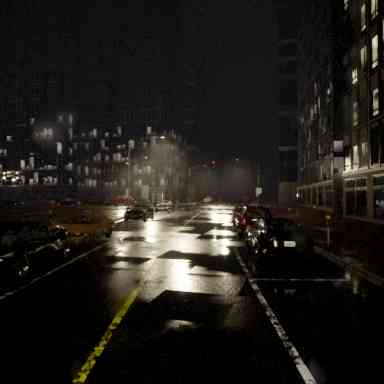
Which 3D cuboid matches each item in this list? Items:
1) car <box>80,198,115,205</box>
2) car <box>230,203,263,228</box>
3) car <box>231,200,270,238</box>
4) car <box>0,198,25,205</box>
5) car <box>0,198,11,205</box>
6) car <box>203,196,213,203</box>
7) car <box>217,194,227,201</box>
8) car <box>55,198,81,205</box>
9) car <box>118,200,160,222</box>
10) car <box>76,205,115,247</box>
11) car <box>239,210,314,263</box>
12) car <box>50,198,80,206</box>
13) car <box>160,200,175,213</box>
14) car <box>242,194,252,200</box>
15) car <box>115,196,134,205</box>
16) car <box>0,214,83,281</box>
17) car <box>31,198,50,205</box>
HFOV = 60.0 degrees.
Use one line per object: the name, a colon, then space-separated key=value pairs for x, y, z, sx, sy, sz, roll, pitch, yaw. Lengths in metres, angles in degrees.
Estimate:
car: x=-15.232 y=1.675 z=53.857 sx=4.313 sy=1.339 sz=1.947 roll=0 pitch=-1 yaw=15
car: x=3.666 y=1.557 z=23.212 sx=1.887 sy=1.381 sz=4.507 roll=1 pitch=0 yaw=5
car: x=3.276 y=1.449 z=17.583 sx=1.967 sy=1.590 sz=4.097 roll=1 pitch=0 yaw=4
car: x=-31.408 y=1.766 z=58.301 sx=4.403 sy=1.369 sz=2.008 roll=0 pitch=-1 yaw=15
car: x=-40.124 y=1.989 z=68.866 sx=4.403 sy=1.369 sz=2.008 roll=0 pitch=-1 yaw=15
car: x=3.602 y=1.675 z=73.806 sx=1.752 sy=1.417 sz=4.829 roll=1 pitch=0 yaw=14
car: x=8.166 y=1.530 z=89.895 sx=2.192 sy=1.841 sz=5.009 roll=1 pitch=0 yaw=16
car: x=-23.940 y=1.882 z=64.420 sx=4.403 sy=1.369 sz=2.008 roll=0 pitch=-1 yaw=15
car: x=-4.114 y=1.578 z=26.396 sx=2.008 sy=1.369 sz=4.403 roll=1 pitch=0 yaw=5
car: x=-4.884 y=1.540 z=15.297 sx=1.752 sy=1.417 sz=4.829 roll=1 pitch=0 yaw=3
car: x=2.981 y=1.571 z=11.903 sx=1.947 sy=1.339 sz=4.313 roll=1 pitch=0 yaw=2
car: x=-20.624 y=1.695 z=55.338 sx=4.403 sy=1.369 sz=2.008 roll=0 pitch=-1 yaw=15
car: x=-2.983 y=1.595 z=37.153 sx=2.008 sy=1.369 sz=4.403 roll=1 pitch=0 yaw=7
car: x=12.603 y=1.440 z=76.045 sx=2.192 sy=1.841 sz=5.009 roll=1 pitch=0 yaw=15
car: x=-13.151 y=1.575 z=61.461 sx=5.009 sy=1.841 sz=2.192 roll=0 pitch=-1 yaw=15
car: x=-5.116 y=1.574 z=9.973 sx=1.947 sy=1.339 sz=4.313 roll=1 pitch=0 yaw=2
car: x=-29.499 y=1.893 z=65.947 sx=4.829 sy=1.417 sz=1.752 roll=0 pitch=-1 yaw=15
